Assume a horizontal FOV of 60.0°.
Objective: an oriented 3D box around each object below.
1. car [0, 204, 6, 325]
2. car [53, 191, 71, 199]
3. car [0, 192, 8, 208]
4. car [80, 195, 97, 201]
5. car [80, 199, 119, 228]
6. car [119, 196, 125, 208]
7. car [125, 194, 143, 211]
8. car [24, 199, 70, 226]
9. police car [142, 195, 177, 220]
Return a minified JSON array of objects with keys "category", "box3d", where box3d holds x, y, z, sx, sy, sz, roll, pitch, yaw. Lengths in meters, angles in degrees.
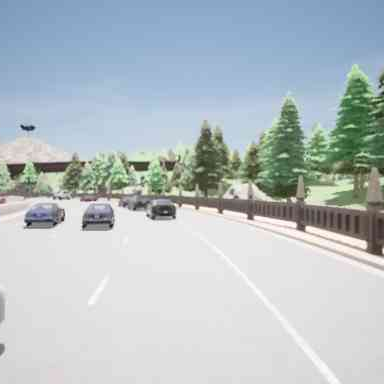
[{"category":"car","box3d":[-3.569,1.216,2.206,2.150,2.045,5.566,0,0,-2]},{"category":"car","box3d":[-28.411,0.704,72.590,2.150,2.045,5.566,-1,1,-43]},{"category":"car","box3d":[-25.357,1.003,43.580,2.150,2.045,5.566,0,0,-28]},{"category":"car","box3d":[-18.931,1.210,60.769,1.994,1.385,4.181,0,0,-37]},{"category":"car","box3d":[-5.899,1.421,21.235,2.033,1.411,5.357,0,0,-12]},{"category":"car","box3d":[-8.320,1.258,43.356,1.812,1.442,4.674,0,0,-24]},{"category":"car","box3d":[-5.838,1.117,37.228,2.097,1.767,4.553,0,0,-20]},{"category":"car","box3d":[-9.700,1.425,22.222,2.033,1.411,5.357,0,0,-14]},{"category":"police car","box3d":[-2.573,1.251,26.906,1.930,1.638,5.238,0,0,-15]}]
